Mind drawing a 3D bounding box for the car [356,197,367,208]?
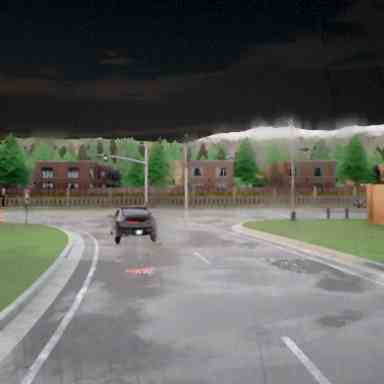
[{"bbox_3d":[20.553,1.189,35.455,4.553,1.767,2.097,0,0,-2],"label":"car"}]

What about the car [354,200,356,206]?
[{"bbox_3d":[22.015,1.045,39.020,5.566,2.045,2.150,0,0,-2],"label":"car"}]

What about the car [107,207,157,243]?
[{"bbox_3d":[-2.955,1.493,16.228,1.837,1.490,4.892,0,-1,-18],"label":"car"}]
